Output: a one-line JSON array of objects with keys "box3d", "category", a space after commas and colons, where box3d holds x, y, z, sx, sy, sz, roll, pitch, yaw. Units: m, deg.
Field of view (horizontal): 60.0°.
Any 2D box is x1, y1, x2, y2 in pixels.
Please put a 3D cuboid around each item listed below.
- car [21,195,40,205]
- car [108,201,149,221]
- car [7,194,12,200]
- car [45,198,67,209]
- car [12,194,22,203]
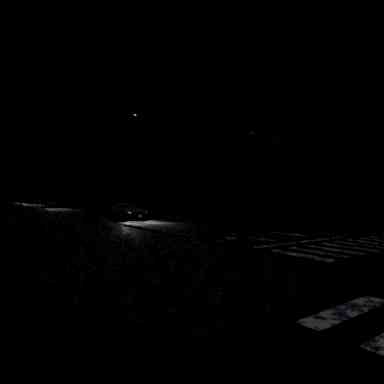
[{"box3d": [-28.307, 1.504, 58.720, 1.812, 1.442, 4.674, 1, 0, -36], "category": "car"}, {"box3d": [-5.169, 1.492, 26.468, 1.812, 1.442, 4.674, 1, 0, -36], "category": "car"}, {"box3d": [-42.299, 1.225, 78.229, 2.097, 1.767, 4.553, 1, -1, -36], "category": "car"}, {"box3d": [-18.584, 1.503, 45.171, 1.812, 1.442, 4.674, 1, 0, -36], "category": "car"}, {"box3d": [-34.373, 1.345, 67.178, 2.097, 1.767, 4.553, 1, -1, -36], "category": "car"}]
